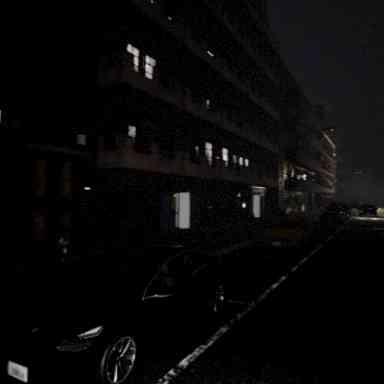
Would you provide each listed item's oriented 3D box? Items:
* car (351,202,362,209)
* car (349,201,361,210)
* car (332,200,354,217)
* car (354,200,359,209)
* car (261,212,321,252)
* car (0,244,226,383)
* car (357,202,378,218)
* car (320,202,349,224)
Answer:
[{"bbox_3d":[34.546,2.775,69.712,1.887,1.381,4.507,0,-1,29],"label":"car"},{"bbox_3d":[31.823,2.582,64.778,1.967,1.590,4.097,0,-1,29],"label":"car"},{"bbox_3d":[15.486,1.922,35.176,2.192,1.841,5.009,0,-1,29],"label":"car"},{"bbox_3d":[29.103,2.368,59.846,2.192,1.841,5.009,0,-1,29],"label":"car"},{"bbox_3d":[4.508,1.771,15.288,1.752,1.417,4.829,0,-1,29],"label":"car"},{"bbox_3d":[-0.858,1.633,5.568,1.947,1.339,4.313,0,-1,29],"label":"car"},{"bbox_3d":[21.289,2.252,40.127,1.812,1.442,4.674,0,-1,29],"label":"car"},{"bbox_3d":[12.761,1.958,30.241,1.967,1.590,4.097,0,-1,29],"label":"car"}]
